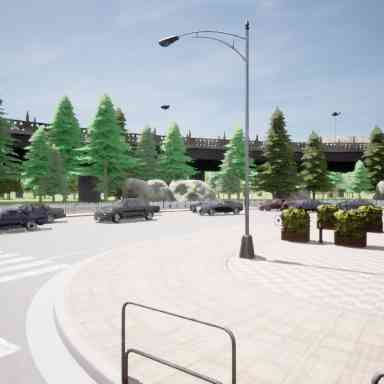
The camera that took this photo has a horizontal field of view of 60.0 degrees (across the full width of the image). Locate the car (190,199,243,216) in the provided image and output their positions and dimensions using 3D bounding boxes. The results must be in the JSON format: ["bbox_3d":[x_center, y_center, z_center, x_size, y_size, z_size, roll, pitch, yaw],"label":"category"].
[{"bbox_3d":[2.673,1.436,31.952,4.902,1.511,2.128,0,0,-30],"label":"car"}]

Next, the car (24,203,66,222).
[{"bbox_3d":[-11.410,1.492,22.732,2.033,1.411,5.357,0,0,37],"label":"car"}]

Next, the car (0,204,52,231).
[{"bbox_3d":[-10.550,1.545,18.175,1.895,1.301,4.718,0,0,36],"label":"car"}]

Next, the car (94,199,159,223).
[{"bbox_3d":[-5.075,1.297,25.061,2.097,1.767,4.553,0,0,41],"label":"car"}]

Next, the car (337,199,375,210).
[{"bbox_3d":[19.734,1.509,40.189,4.181,1.385,1.994,0,0,0],"label":"car"}]

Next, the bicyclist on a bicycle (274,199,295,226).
[{"bbox_3d":[5.535,1.245,19.605,0.582,1.620,1.656,0,0,-44],"label":"bicyclist on a bicycle"}]

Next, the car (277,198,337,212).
[{"bbox_3d":[12.450,1.492,36.110,5.357,1.411,2.033,0,0,-12],"label":"car"}]

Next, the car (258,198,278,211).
[{"bbox_3d":[9.958,1.470,38.811,4.674,1.442,1.812,0,0,-15],"label":"car"}]
